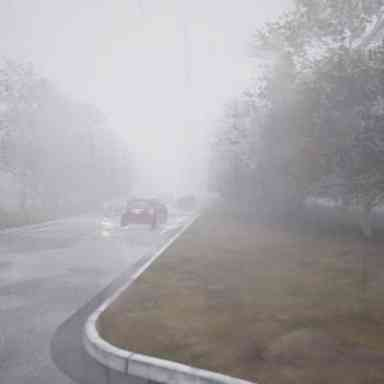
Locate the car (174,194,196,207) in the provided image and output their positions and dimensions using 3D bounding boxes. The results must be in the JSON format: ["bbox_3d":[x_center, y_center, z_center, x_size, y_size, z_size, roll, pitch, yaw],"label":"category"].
[{"bbox_3d":[-0.636,1.012,42.591,1.882,1.535,5.008,0,1,6],"label":"car"}]

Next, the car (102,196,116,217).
[{"bbox_3d":[-5.829,1.085,27.827,2.097,1.767,4.553,0,1,6],"label":"car"}]

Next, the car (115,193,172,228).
[{"bbox_3d":[-2.845,1.142,20.689,2.097,1.767,4.553,0,1,6],"label":"car"}]

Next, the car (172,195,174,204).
[{"bbox_3d":[-3.790,0.899,47.238,2.097,1.767,4.553,0,1,6],"label":"car"}]
